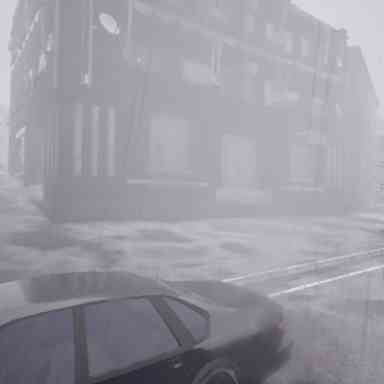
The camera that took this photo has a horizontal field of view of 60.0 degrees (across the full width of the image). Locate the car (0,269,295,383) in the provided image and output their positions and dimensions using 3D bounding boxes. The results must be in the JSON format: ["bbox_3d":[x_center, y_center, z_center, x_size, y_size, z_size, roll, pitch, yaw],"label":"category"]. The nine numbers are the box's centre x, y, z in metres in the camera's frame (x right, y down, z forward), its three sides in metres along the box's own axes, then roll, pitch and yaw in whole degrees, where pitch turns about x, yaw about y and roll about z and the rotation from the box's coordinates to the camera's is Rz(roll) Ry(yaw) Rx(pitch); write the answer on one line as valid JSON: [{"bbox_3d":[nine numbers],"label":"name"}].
[{"bbox_3d":[-1.365,1.548,3.017,5.357,1.411,2.033,0,0,-36],"label":"car"}]

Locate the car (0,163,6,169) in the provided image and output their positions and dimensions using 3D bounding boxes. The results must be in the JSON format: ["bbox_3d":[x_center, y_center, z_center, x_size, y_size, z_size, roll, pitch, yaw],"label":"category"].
[{"bbox_3d":[-18.606,-2.494,28.563,2.002,1.452,4.674,0,-2,40],"label":"car"}]
